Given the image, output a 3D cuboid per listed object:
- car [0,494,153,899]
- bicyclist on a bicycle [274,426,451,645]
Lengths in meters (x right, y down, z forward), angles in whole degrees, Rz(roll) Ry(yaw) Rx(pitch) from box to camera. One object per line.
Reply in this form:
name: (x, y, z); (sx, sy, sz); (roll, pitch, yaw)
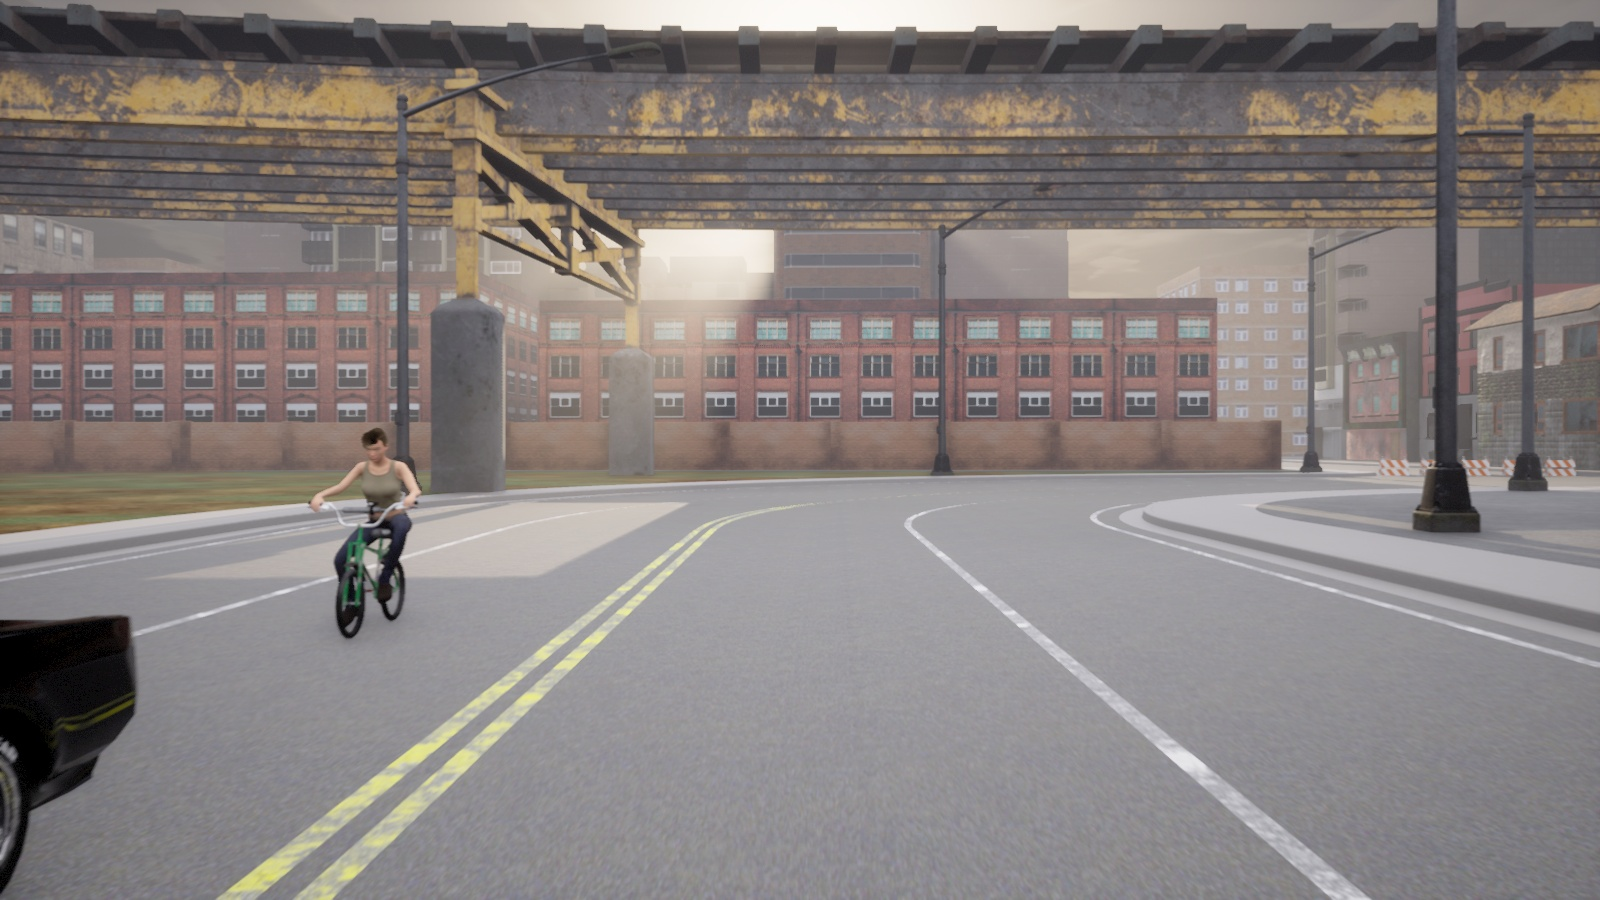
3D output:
car: (-3.453, 0.830, 2.438); (1.895, 1.301, 4.718); (0, 0, 1)
bicyclist on a bicycle: (-3.421, 0.624, 9.970); (0.866, 1.612, 1.509); (0, 0, 0)
